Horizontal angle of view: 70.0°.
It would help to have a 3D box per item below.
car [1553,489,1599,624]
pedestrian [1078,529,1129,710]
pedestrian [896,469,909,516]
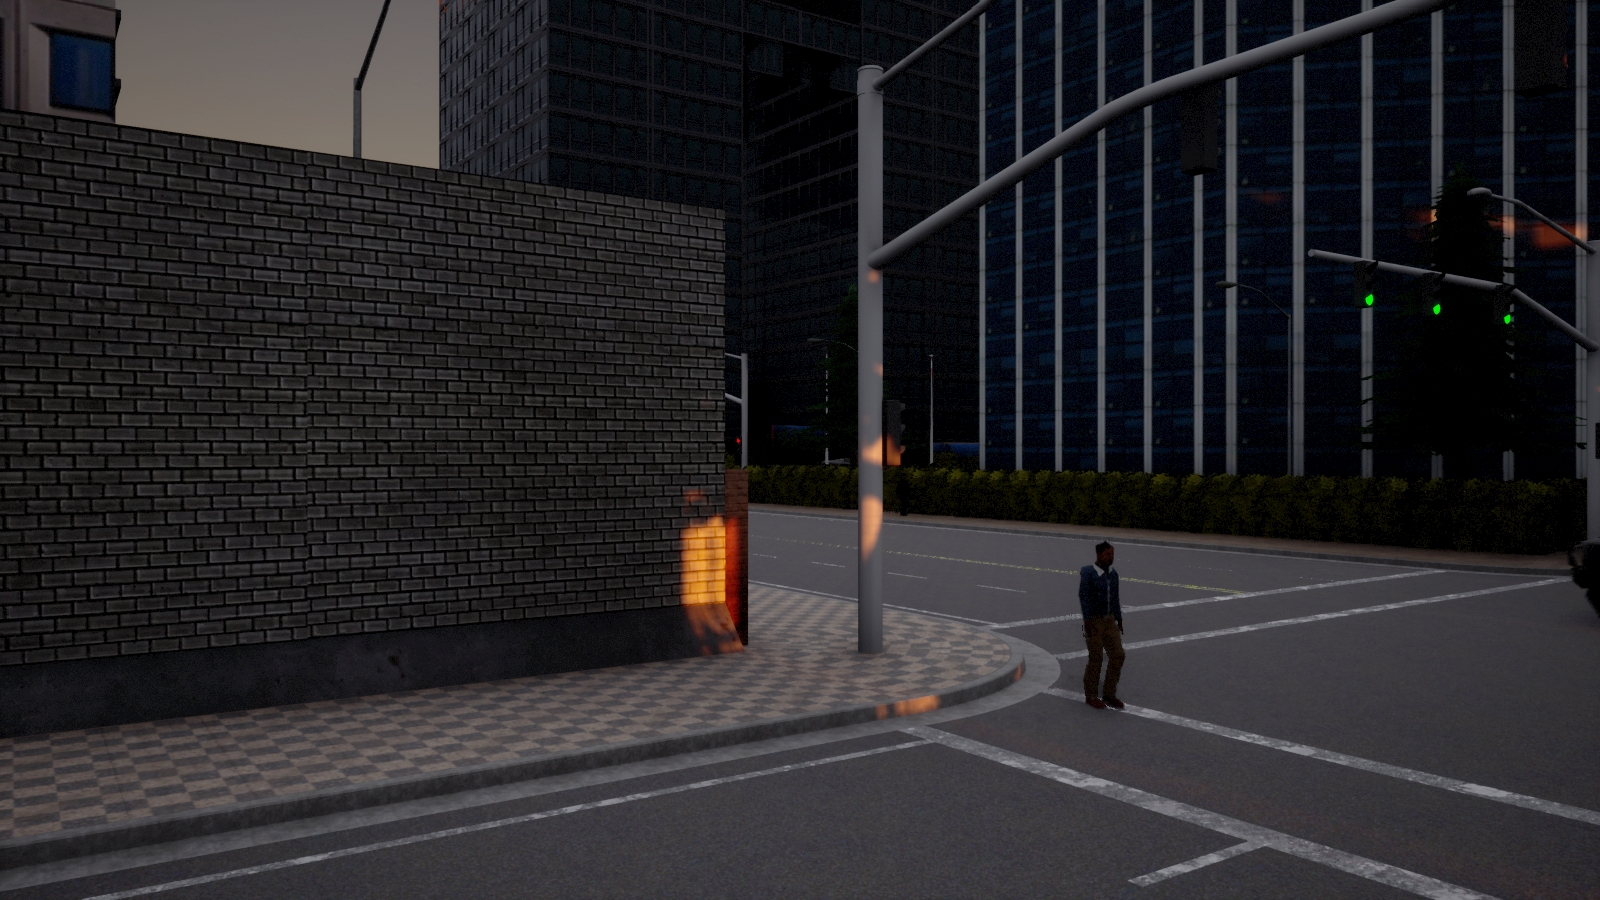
[{"bbox_3d":[15.153,1.729,16.882,2.390,2.098,6.274,0,0,-35],"label":"car"},{"bbox_3d":[3.238,1.794,12.202,0.375,1.860,0.375,0,0,-28],"label":"pedestrian"},{"bbox_3d":[4.103,1.698,45.713,0.375,1.860,0.375,0,0,-32],"label":"pedestrian"}]
